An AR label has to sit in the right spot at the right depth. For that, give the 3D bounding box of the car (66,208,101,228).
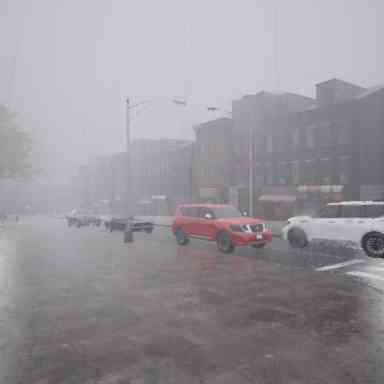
[{"bbox_3d":[-10.491,2.439,32.167,2.097,1.767,4.553,0,-2,-35],"label":"car"}]

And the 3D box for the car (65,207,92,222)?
[{"bbox_3d":[-14.787,2.898,43.259,2.097,1.767,4.553,0,-2,-35],"label":"car"}]

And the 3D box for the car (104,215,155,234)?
[{"bbox_3d":[-4.556,2.289,23.841,1.895,1.301,4.718,0,-2,-36],"label":"car"}]

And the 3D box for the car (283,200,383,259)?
[{"bbox_3d":[6.402,1.385,13.557,2.150,2.045,5.566,-1,-2,-36],"label":"car"}]

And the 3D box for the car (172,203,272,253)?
[{"bbox_3d":[1.160,1.565,15.837,2.150,2.045,5.566,0,-2,-35],"label":"car"}]
